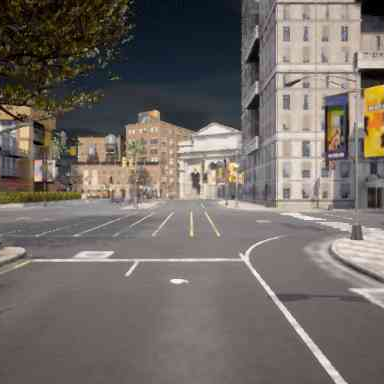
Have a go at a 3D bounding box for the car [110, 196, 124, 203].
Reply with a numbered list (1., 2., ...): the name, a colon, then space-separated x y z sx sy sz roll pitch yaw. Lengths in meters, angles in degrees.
1. car: -15.000 1.611 67.090 2.033 1.411 5.357 0 0 0

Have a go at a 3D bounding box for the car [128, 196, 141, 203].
1. car: -11.500 1.611 67.090 2.033 1.411 5.357 0 0 0
